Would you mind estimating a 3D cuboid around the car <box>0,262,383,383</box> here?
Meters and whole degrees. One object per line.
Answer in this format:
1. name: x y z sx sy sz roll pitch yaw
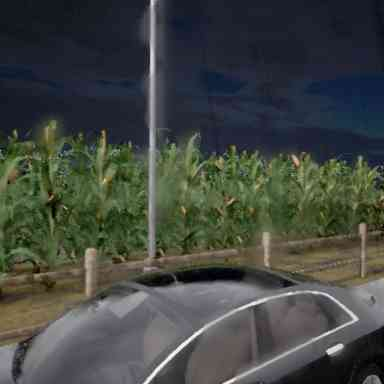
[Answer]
1. car: -0.073 1.515 2.896 4.892 1.490 1.837 0 0 -36
